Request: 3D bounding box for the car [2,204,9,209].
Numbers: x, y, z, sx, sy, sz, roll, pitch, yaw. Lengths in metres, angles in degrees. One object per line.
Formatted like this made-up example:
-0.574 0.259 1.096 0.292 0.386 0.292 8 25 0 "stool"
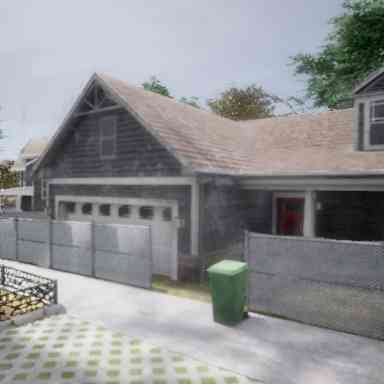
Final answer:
-32.156 2.810 55.111 2.097 1.767 4.553 1 -1 -7 "car"
